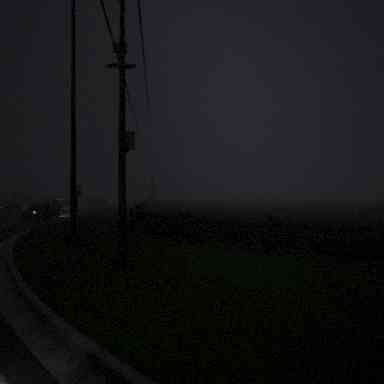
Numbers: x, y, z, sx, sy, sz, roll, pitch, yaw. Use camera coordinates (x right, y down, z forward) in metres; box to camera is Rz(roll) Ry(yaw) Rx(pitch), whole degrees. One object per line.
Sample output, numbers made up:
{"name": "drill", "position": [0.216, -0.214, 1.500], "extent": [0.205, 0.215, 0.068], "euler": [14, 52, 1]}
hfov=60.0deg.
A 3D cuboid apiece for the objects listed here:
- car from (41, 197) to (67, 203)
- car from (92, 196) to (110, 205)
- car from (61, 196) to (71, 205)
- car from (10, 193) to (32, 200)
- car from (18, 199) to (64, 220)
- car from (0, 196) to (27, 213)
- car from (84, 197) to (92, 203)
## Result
{"name": "car", "position": [-17.576, 1.598, 41.646], "extent": [1.895, 1.301, 4.718], "euler": [0, 0, -6]}
{"name": "car", "position": [-15.828, 1.490, 59.235], "extent": [2.128, 1.511, 4.902], "euler": [0, 0, -6]}
{"name": "car", "position": [-22.987, 1.489, 60.458], "extent": [2.128, 1.511, 4.902], "euler": [0, 0, -6]}
{"name": "car", "position": [-29.881, 1.218, 58.058], "extent": [2.150, 2.045, 5.566], "euler": [0, 0, -6]}
{"name": "car", "position": [-12.642, 1.562, 28.193], "extent": [1.994, 1.385, 4.181], "euler": [0, 0, -6]}
{"name": "car", "position": [-20.640, 1.523, 37.121], "extent": [1.812, 1.442, 4.674], "euler": [0, 0, -6]}
{"name": "car", "position": [-20.087, 1.597, 66.602], "extent": [1.895, 1.301, 4.718], "euler": [0, 0, -6]}
